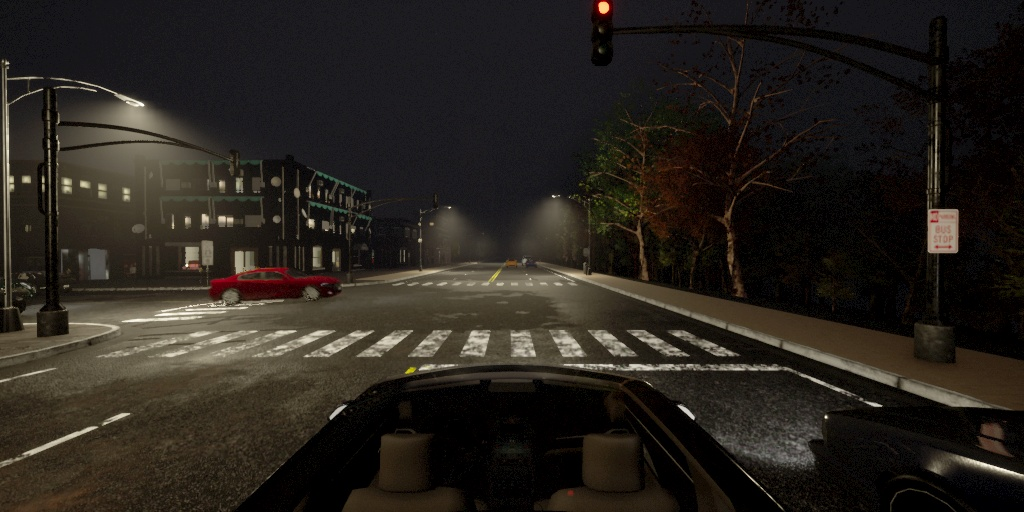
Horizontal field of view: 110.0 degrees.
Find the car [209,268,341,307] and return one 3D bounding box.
[{"bbox_3d":[-10.306,1.274,15.869,5.008,1.535,1.882,-2,1,-9],"label":"car"}]

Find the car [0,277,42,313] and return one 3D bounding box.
[{"bbox_3d":[-19.968,1.564,12.541,4.313,1.339,1.948,0,0,0],"label":"car"}]

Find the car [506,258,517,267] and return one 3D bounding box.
[{"bbox_3d":[-0.021,1.204,63.034,1.882,1.535,5.008,0,0,0],"label":"car"}]

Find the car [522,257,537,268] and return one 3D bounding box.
[{"bbox_3d":[3.225,1.273,60.843,2.033,1.411,5.357,0,0,1],"label":"car"}]

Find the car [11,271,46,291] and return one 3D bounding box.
[{"bbox_3d":[-23.612,1.367,15.242,4.553,1.767,2.097,-1,1,0],"label":"car"}]

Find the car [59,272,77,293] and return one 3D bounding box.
[{"bbox_3d":[-28.317,1.559,21.037,4.403,1.370,2.007,0,0,0],"label":"car"}]

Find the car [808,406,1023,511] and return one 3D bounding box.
[{"bbox_3d":[3.353,1.298,0.426,2.033,1.411,5.357,0,0,0],"label":"car"}]
